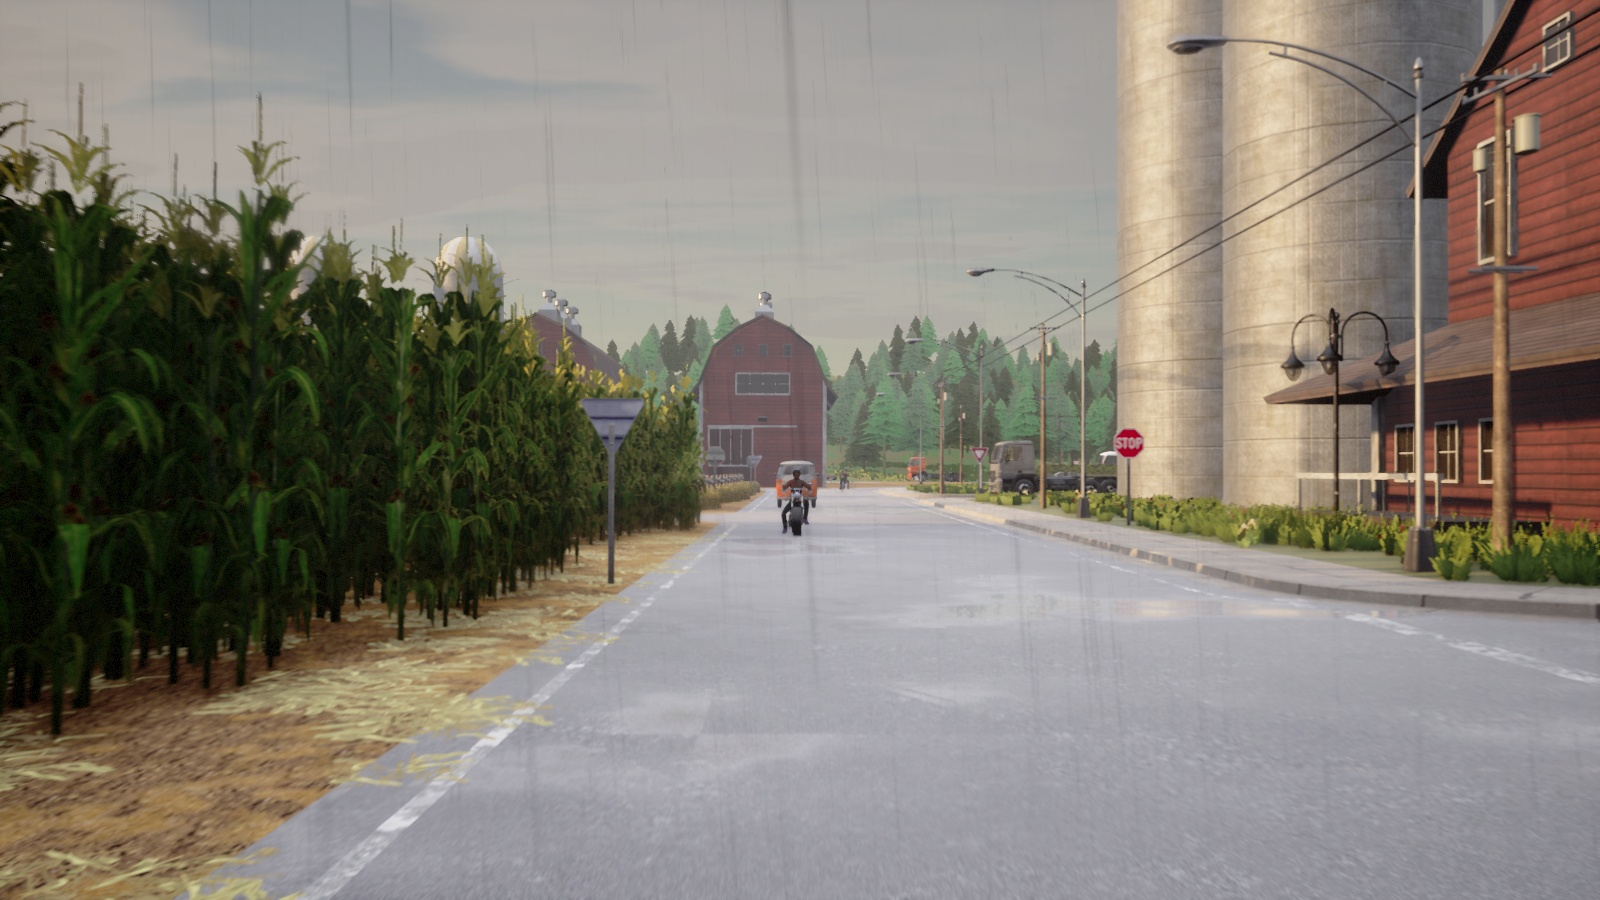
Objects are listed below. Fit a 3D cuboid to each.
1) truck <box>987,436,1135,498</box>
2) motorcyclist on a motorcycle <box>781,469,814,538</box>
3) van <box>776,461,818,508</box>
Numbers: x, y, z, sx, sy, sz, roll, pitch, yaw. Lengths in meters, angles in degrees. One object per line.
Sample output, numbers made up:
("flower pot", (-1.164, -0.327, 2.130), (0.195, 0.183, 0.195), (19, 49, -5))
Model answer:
("truck", (15.115, 0.996, 73.085), (7.936, 3.462, 2.891), (0, -1, -1))
("motorcyclist on a motorcycle", (-0.073, 1.288, 31.248), (0.766, 1.649, 2.350), (0, -1, -1))
("van", (-0.132, 1.484, 54.723), (1.775, 1.987, 4.442), (0, -1, 0))
